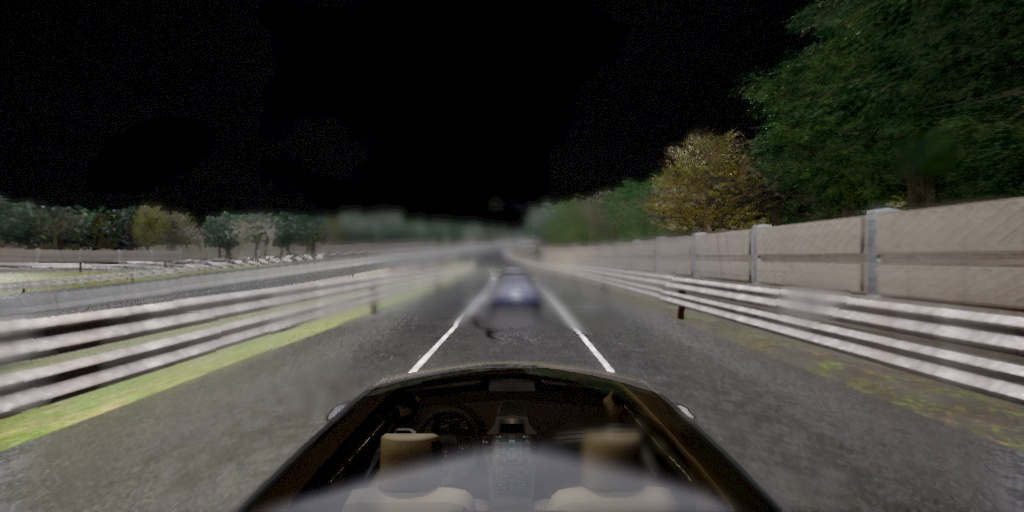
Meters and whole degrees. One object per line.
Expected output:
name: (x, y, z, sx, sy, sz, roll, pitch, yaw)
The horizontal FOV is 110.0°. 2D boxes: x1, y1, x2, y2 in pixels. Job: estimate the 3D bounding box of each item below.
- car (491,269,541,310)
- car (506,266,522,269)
car: (0.191, 1.426, 15.307, 1.994, 1.385, 4.181, 0, 0, 1)
car: (0.152, 1.520, 29.326, 2.033, 1.411, 5.357, 0, 0, -1)
